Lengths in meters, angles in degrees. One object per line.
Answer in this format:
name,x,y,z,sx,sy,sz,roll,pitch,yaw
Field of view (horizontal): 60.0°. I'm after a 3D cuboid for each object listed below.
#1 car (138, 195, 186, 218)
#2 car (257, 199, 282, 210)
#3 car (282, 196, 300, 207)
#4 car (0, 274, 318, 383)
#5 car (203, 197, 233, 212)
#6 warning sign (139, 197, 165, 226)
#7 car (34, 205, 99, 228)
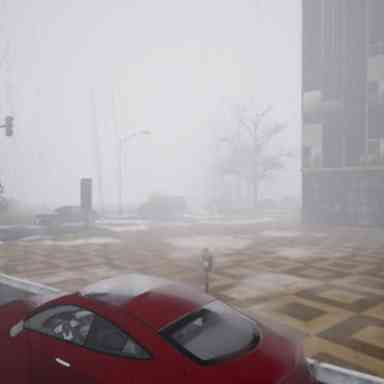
car,-2.795,1.355,32.484,2.150,2.045,5.566,0,0,35
car,10.515,1.643,46.316,1.812,1.442,4.674,0,0,35
car,16.072,1.453,54.492,2.097,1.767,4.553,0,0,34
car,-0.851,1.607,3.632,4.206,1.307,1.802,-1,0,36
car,3.224,1.469,41.231,2.097,1.767,4.553,0,0,35
warning sign,-2.684,1.286,22.375,1.300,1.860,1.060,0,0,34
car,-8.815,1.674,23.736,1.812,1.442,4.674,0,0,36
